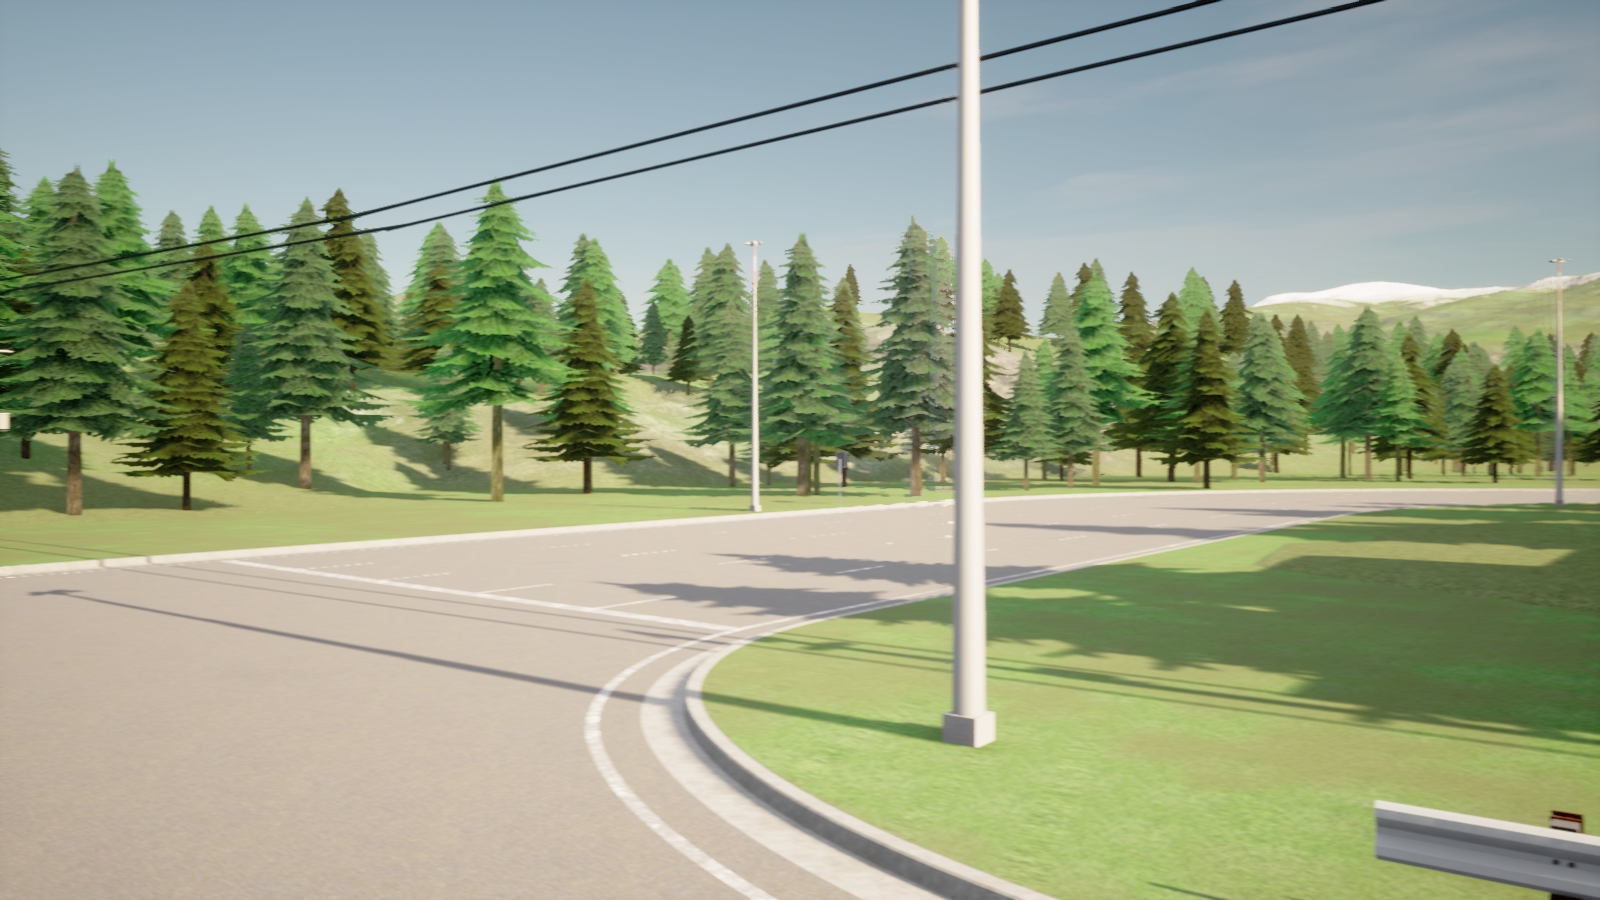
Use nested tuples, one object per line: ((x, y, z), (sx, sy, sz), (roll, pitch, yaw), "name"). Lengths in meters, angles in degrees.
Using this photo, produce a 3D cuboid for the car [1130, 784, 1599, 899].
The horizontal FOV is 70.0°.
((3.116, 1.980, 1.618), (5.238, 1.638, 2.097), (0, 0, 35), "car")
